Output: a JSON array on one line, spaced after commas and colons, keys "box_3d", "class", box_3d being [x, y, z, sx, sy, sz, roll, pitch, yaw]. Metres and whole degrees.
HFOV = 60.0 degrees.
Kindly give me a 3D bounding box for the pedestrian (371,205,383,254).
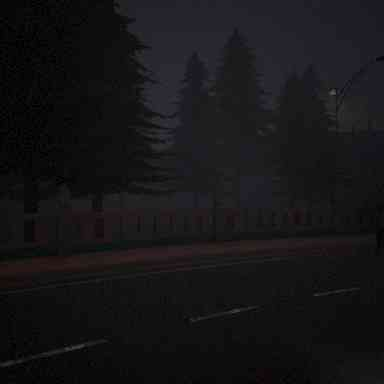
[{"box_3d": [6.734, 1.294, 11.795, 0.375, 1.860, 0.375, 0, 0, -18], "class": "pedestrian"}]
